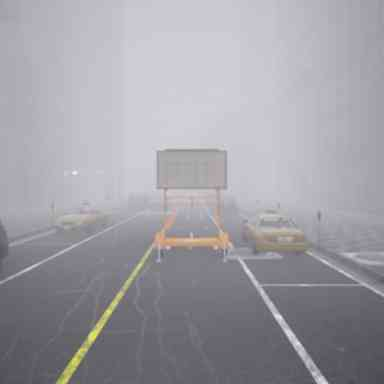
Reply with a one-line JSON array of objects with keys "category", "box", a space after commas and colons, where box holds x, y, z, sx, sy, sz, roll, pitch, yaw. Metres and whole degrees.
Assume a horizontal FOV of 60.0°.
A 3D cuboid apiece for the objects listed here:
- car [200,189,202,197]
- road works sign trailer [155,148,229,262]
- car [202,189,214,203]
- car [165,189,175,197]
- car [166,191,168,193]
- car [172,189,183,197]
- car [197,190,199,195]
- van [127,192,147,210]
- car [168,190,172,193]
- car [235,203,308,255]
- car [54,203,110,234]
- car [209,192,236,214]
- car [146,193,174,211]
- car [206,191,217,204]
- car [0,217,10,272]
[{"category": "car", "box": [2.847, 0.645, 51.647, 2.192, 1.841, 5.009, 0, 1, 0]}, {"category": "road works sign trailer", "box": [-0.003, 0.306, 11.475, 2.380, 3.560, 2.880, 0, 1, 0]}, {"category": "car", "box": [2.848, 0.710, 46.009, 2.192, 1.841, 5.009, 0, 1, 0]}, {"category": "car", "box": [-5.687, 0.274, 85.490, 2.192, 1.841, 5.009, 0, 1, 0]}, {"category": "car", "box": [-5.679, 0.810, 57.301, 1.887, 1.381, 4.507, 0, 1, 0]}, {"category": "car", "box": [-3.016, 0.531, 74.580, 1.882, 1.535, 5.008, 0, 1, 0]}, {"category": "car", "box": [2.840, 0.596, 79.847, 1.802, 1.307, 4.206, 0, 1, 0]}, {"category": "van", "box": [-5.673, 0.871, 34.744, 1.690, 1.788, 3.998, 0, 1, 0]}, {"category": "car", "box": [-5.682, 0.719, 68.579, 1.802, 1.307, 4.206, 0, 1, 0]}, {"category": "car", "box": [2.863, 1.354, 12.380, 1.752, 1.417, 4.829, 0, 1, 1]}, {"category": "car", "box": [-5.671, 1.283, 17.623, 1.752, 1.417, 4.829, 0, 1, 1]}, {"category": "car", "box": [2.852, 1.042, 29.094, 1.967, 1.590, 4.097, 0, 1, 0]}, {"category": "car", "box": [-3.105, 1.076, 33.116, 1.812, 1.442, 4.674, 0, 1, 0]}, {"category": "car", "box": [2.851, 0.971, 34.731, 1.967, 1.590, 4.097, 0, 1, 0]}, {"category": "car", "box": [-5.668, 1.225, 6.554, 2.192, 1.841, 5.009, 0, 1, 0]}]
